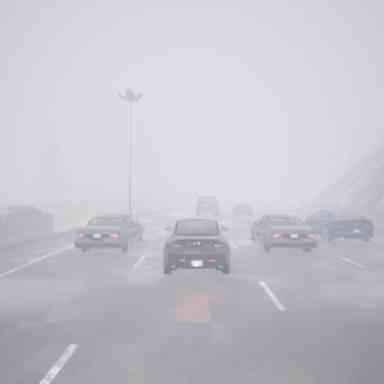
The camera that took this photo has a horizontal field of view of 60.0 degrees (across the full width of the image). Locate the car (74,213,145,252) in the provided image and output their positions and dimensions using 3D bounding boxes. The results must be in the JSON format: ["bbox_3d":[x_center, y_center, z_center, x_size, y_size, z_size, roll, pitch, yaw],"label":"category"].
[{"bbox_3d":[-3.299,1.617,14.273,2.033,1.411,5.357,0,0,1],"label":"car"}]

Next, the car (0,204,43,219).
[{"bbox_3d":[-13.414,1.664,25.506,2.033,1.411,5.357,0,0,5],"label":"car"}]

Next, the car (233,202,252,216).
[{"bbox_3d":[5.380,1.751,35.305,1.994,1.385,4.181,0,0,7],"label":"car"}]

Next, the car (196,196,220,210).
[{"bbox_3d":[1.666,1.398,34.044,2.150,2.045,5.566,0,0,7],"label":"car"}]

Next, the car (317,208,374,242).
[{"bbox_3d":[7.306,1.573,17.024,1.882,1.535,5.008,0,0,2],"label":"car"}]

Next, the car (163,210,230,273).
[{"bbox_3d":[0.147,1.561,10.807,1.837,1.490,4.892,0,0,1],"label":"car"}]

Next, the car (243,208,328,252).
[{"bbox_3d":[3.702,1.625,14.332,2.033,1.411,5.357,0,0,1],"label":"car"}]
